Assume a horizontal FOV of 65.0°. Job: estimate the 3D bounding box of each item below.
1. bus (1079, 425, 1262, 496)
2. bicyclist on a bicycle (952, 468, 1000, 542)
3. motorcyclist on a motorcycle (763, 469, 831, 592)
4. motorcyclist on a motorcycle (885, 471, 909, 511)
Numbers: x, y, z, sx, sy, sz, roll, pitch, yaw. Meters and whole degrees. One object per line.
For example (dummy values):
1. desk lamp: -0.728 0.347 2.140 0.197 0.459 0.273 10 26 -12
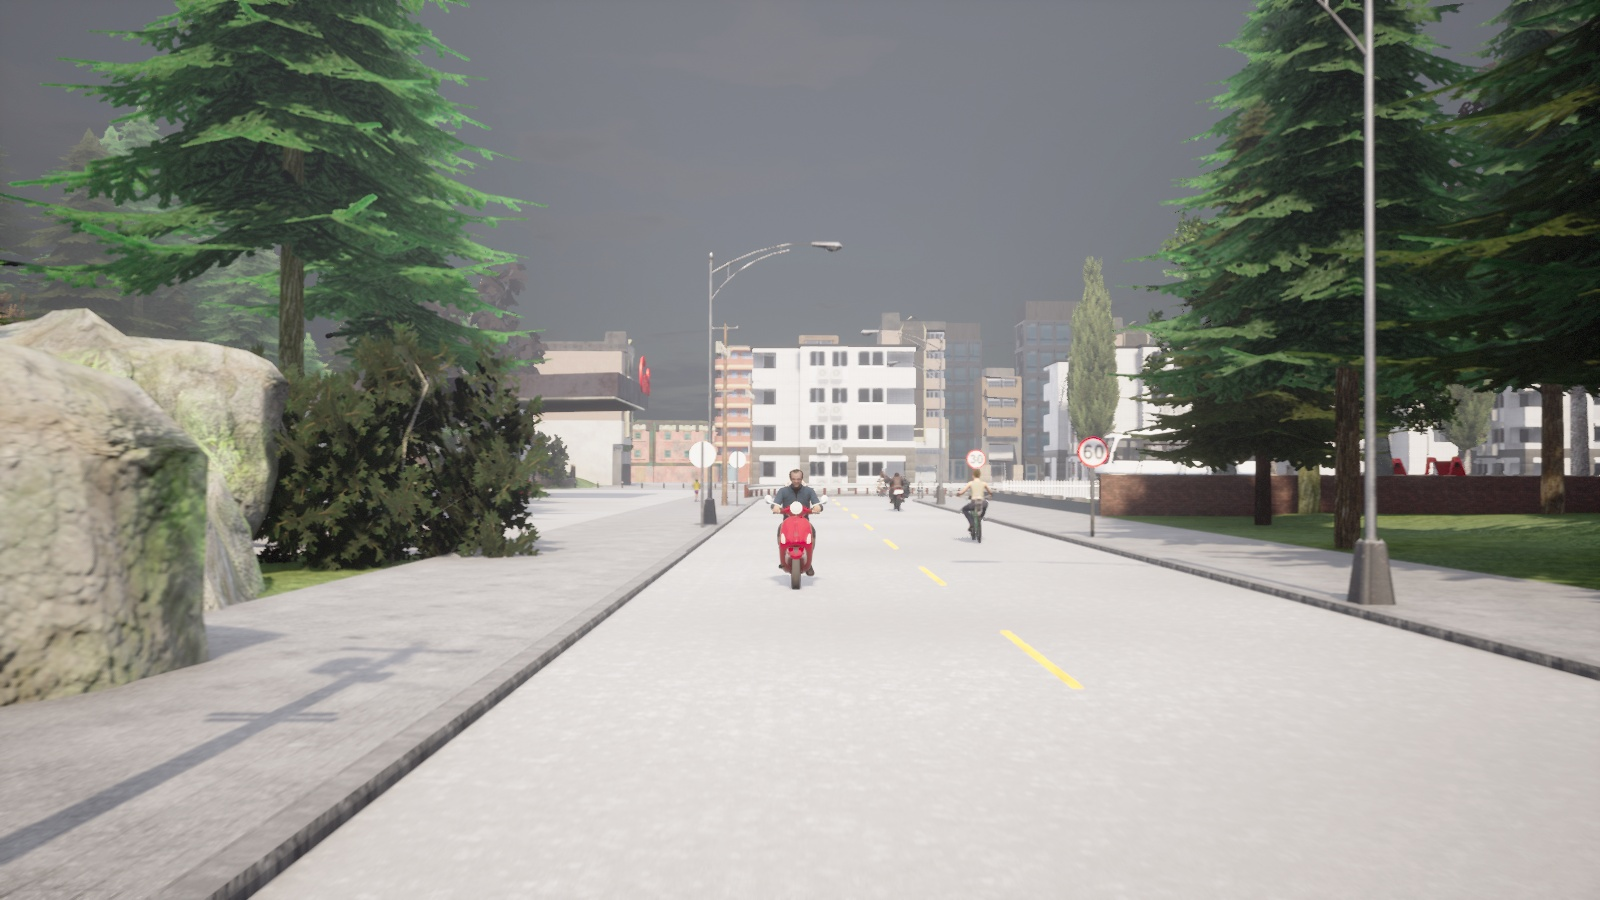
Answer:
1. bus: 23.002 0.660 78.485 10.273 4.253 3.944 0 -1 0
2. bicyclist on a bicycle: 3.916 1.205 28.058 0.866 1.612 1.509 0 -1 0
3. motorcyclist on a motorcycle: -0.043 1.056 17.177 0.866 1.590 1.817 0 -1 0
4. motorcyclist on a motorcycle: 3.838 1.615 49.777 0.797 1.523 2.044 0 -1 0
